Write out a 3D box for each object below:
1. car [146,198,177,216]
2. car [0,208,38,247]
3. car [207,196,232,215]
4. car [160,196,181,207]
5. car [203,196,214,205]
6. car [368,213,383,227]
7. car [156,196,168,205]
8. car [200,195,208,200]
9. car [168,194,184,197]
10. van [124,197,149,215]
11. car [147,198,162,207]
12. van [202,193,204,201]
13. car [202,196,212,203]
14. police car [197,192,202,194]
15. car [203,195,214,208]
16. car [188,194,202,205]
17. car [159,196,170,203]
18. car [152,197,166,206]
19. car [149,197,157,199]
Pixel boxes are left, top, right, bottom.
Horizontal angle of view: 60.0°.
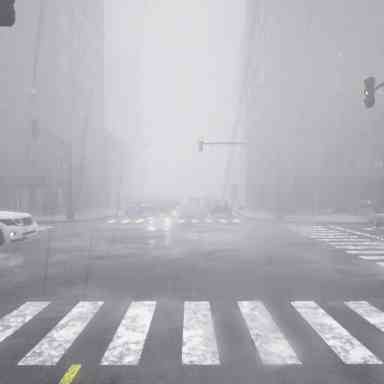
[{"bbox_3d":[-2.929,1.602,33.164,1.895,1.301,4.718,0,0,3],"label":"car"},{"bbox_3d":[-9.504,1.209,13.867,5.566,2.045,2.150,0,0,0],"label":"car"},{"bbox_3d":[2.839,1.442,33.348,1.967,1.590,4.097,0,0,0],"label":"car"},{"bbox_3d":[-2.875,1.603,43.147,1.895,1.301,4.718,0,0,1],"label":"car"},{"bbox_3d":[2.989,1.527,61.863,1.752,1.417,4.829,0,0,0],"label":"car"},{"bbox_3d":[13.642,1.615,20.676,4.718,1.301,1.895,0,0,0],"label":"car"},{"bbox_3d":[-5.538,1.527,61.561,1.752,1.417,4.829,0,0,0],"label":"car"},{"bbox_3d":[3.138,1.557,90.040,1.947,1.339,4.313,0,0,0],"label":"car"},{"bbox_3d":[-2.811,1.550,53.837,2.033,1.411,5.357,0,0,1],"label":"car"},{"bbox_3d":[-5.687,1.343,33.390,1.690,1.788,3.998,0,0,0],"label":"van"},{"bbox_3d":[-5.597,1.585,50.395,1.802,1.307,4.206,0,0,0],"label":"car"},{"bbox_3d":[2.958,1.343,56.024,1.690,1.788,3.998,0,0,0],"label":"van"},{"bbox_3d":[3.019,1.551,67.363,2.008,1.369,4.403,0,0,0],"label":"car"},{"bbox_3d":[2.781,1.420,79.454,1.930,1.638,5.238,0,0,0],"label":"police car"},{"bbox_3d":[2.899,1.443,44.686,1.967,1.590,4.097,0,0,0],"label":"car"},{"bbox_3d":[0.404,1.506,58.299,1.837,1.490,4.892,0,0,0],"label":"car"},{"bbox_3d":[-5.507,1.566,67.400,1.947,1.339,4.313,0,0,0],"label":"car"},{"bbox_3d":[-5.567,1.568,56.063,1.947,1.339,4.313,0,0,0],"label":"car"},{"bbox_3d":[-5.657,1.442,39.059,1.967,1.590,4.097,0,0,0],"label":"car"}]
